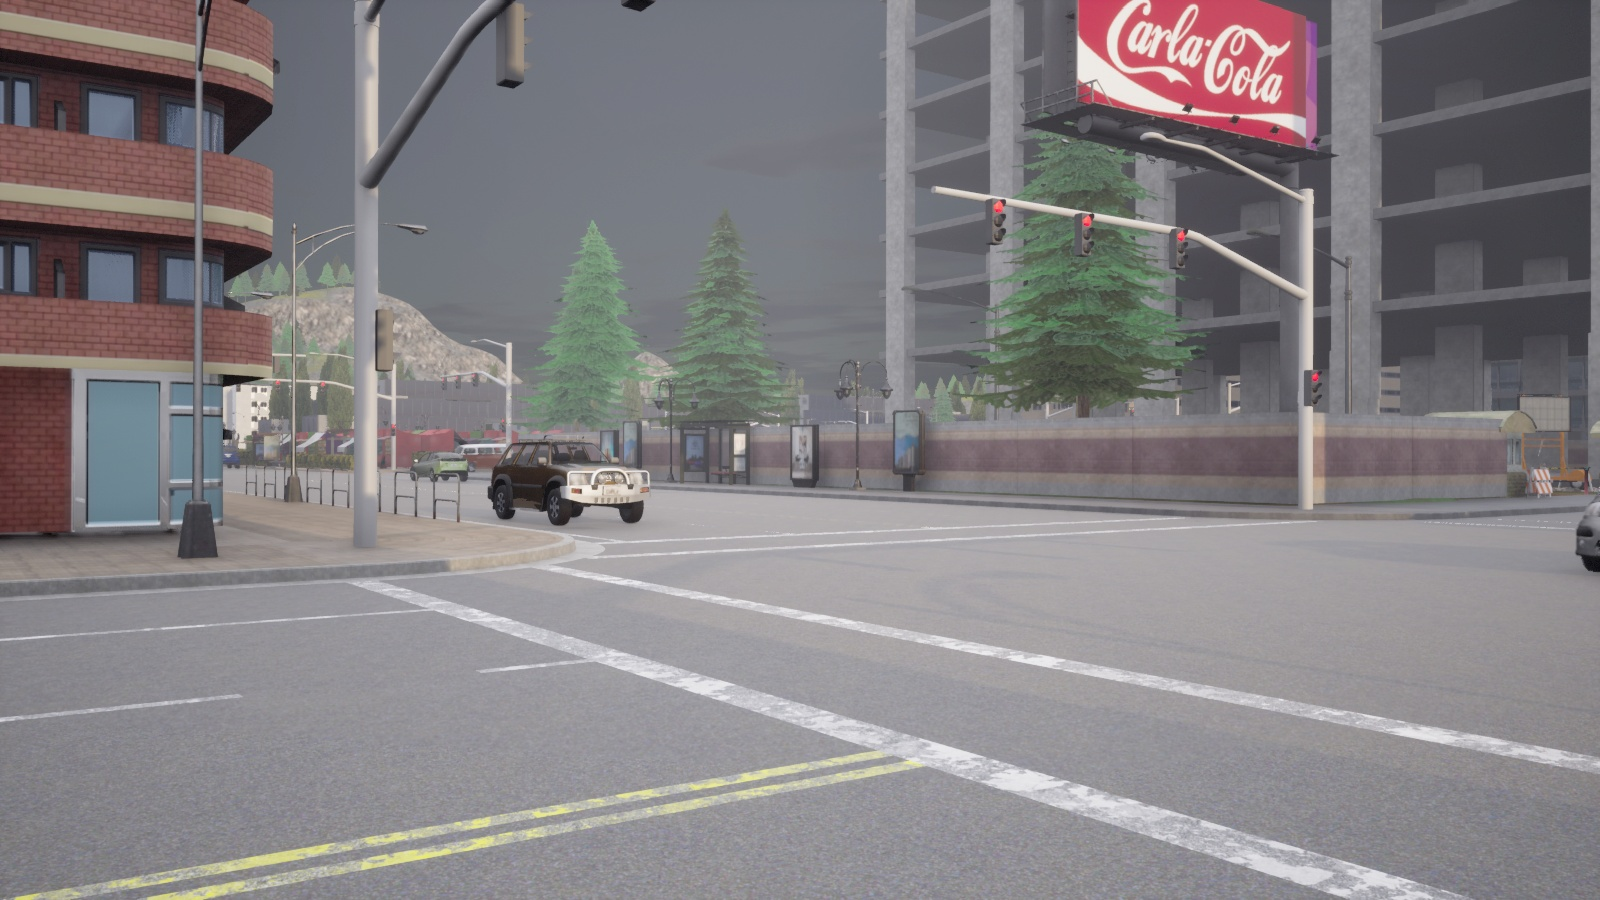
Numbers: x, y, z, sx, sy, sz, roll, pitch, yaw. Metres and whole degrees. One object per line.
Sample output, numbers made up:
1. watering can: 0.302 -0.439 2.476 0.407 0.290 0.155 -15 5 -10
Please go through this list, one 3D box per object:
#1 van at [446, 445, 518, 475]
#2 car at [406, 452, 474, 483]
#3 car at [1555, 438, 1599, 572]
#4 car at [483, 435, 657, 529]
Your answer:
1. van: -22.745 0.674 89.922 4.480 2.038 2.069 -1 1 -36
2. car: -18.486 0.888 64.403 2.007 1.525 4.514 0 0 -35
3. car: 11.539 0.658 15.959 3.988 1.617 1.851 0 0 -35
4. car: -5.046 0.638 27.088 1.932 1.855 4.605 0 0 -35
